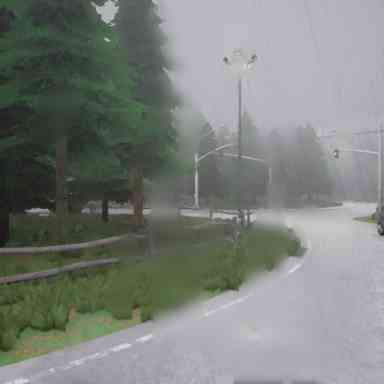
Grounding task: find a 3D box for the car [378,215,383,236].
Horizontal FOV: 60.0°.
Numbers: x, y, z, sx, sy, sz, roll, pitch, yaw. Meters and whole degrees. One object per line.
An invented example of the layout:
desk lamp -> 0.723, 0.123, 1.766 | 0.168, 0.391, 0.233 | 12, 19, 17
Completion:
car -> 10.250, 1.352, 15.377 | 2.097, 1.767, 4.553 | 0, 0, 15
